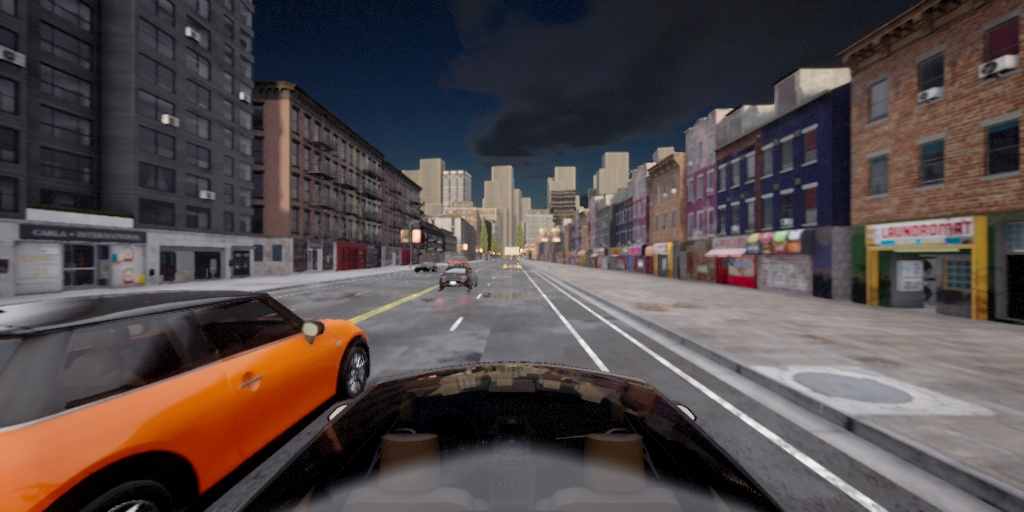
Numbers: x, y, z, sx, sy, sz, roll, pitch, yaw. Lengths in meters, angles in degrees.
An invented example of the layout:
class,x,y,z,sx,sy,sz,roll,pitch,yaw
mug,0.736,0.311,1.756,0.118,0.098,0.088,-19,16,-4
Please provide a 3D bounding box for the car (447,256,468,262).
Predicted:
class,x,y,z,sx,sy,sz,roll,pitch,yaw
car,-6.581,1.009,44.058,2.150,2.045,5.566,0,-1,0

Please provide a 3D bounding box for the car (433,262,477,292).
class,x,y,z,sx,sy,sz,roll,pitch,yaw
car,-3.154,1.281,21.467,1.812,1.442,4.674,0,0,0

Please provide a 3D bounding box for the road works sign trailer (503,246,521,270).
class,x,y,z,sx,sy,sz,roll,pitch,yaw
road works sign trailer,-0.005,0.273,53.732,2.380,3.560,2.880,0,0,0

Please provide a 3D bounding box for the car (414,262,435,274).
class,x,y,z,sx,sy,sz,roll,pitch,yaw
car,-9.840,1.380,41.296,1.895,1.301,4.718,0,0,0

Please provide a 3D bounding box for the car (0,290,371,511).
class,x,y,z,sx,sy,sz,roll,pitch,yaw
car,-3.153,1.102,3.514,2.097,1.767,4.553,0,0,0
